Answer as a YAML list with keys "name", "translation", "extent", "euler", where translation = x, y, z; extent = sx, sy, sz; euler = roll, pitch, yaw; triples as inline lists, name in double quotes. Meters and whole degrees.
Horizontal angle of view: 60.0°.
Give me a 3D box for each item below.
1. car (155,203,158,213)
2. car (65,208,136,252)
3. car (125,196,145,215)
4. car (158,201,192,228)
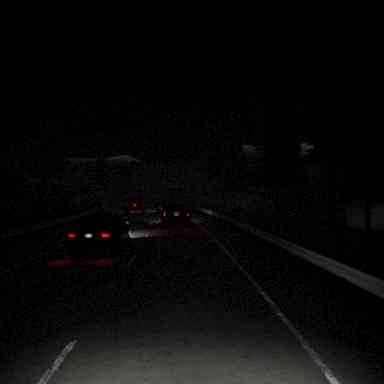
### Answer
- name: "car"
  translation: [-3.523, 1.860, 41.345]
  extent: [2.033, 1.411, 5.357]
  euler: [0, 0, -10]
- name: "car"
  translation: [-3.918, 1.662, 14.579]
  extent: [2.033, 1.411, 5.357]
  euler: [0, 0, -4]
- name: "car"
  translation: [-6.637, 1.520, 38.788]
  extent: [2.150, 2.045, 5.566]
  euler: [0, 0, -9]
- name: "car"
  translation: [-1.223, 1.535, 24.109]
  extent: [2.097, 1.767, 4.553]
  euler: [0, 0, -5]
